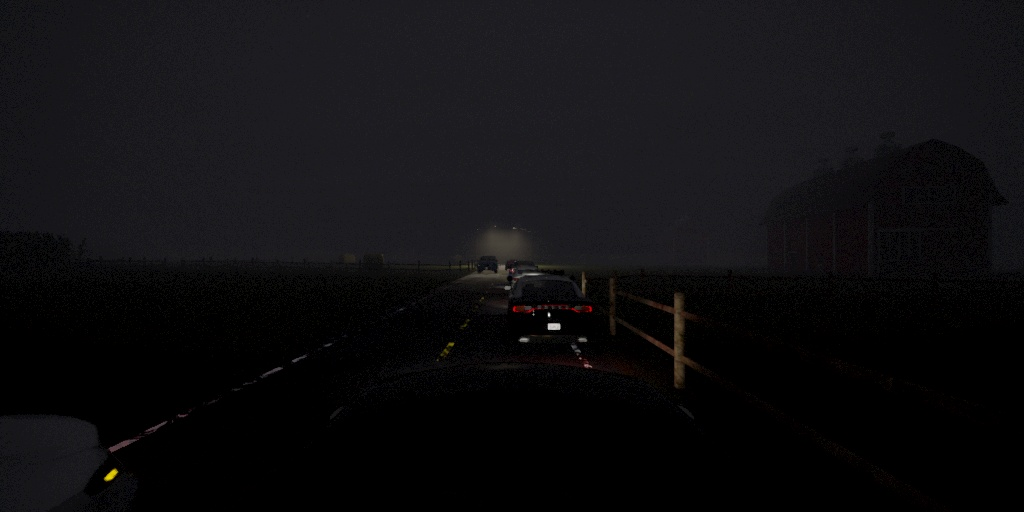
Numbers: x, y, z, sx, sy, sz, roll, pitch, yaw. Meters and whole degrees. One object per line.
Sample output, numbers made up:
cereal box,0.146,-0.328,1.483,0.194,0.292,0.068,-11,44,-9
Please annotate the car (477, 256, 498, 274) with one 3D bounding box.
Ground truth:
car,-2.772,0.964,41.533,2.150,2.045,5.566,0,0,0

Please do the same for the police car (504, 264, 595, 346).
police car,0.820,1.174,9.587,1.930,1.638,5.238,0,0,0

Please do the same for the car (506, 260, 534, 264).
car,0.811,1.098,25.447,2.097,1.767,4.553,0,0,0
